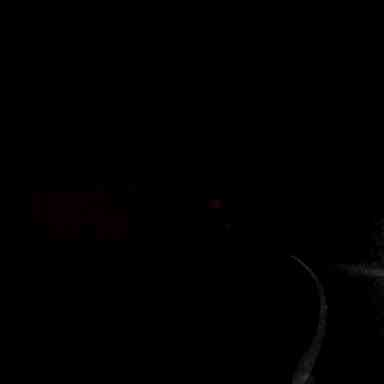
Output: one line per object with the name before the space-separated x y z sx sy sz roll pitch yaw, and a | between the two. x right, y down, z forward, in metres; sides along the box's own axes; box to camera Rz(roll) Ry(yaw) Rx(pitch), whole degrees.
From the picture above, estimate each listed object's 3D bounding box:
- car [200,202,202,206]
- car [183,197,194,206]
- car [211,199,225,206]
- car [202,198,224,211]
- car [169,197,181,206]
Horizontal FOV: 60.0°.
car | 3.128 2.421 73.722 1.895 1.301 4.718 0 -1 -9
car | -0.829 2.338 76.233 1.837 1.490 4.892 0 -1 -9
car | 6.022 2.406 77.712 2.128 1.511 4.902 0 -1 -9
car | 3.275 2.054 51.087 1.882 1.535 5.008 0 -1 -9
car | -3.598 2.275 71.482 1.837 1.490 4.892 0 -1 -9
